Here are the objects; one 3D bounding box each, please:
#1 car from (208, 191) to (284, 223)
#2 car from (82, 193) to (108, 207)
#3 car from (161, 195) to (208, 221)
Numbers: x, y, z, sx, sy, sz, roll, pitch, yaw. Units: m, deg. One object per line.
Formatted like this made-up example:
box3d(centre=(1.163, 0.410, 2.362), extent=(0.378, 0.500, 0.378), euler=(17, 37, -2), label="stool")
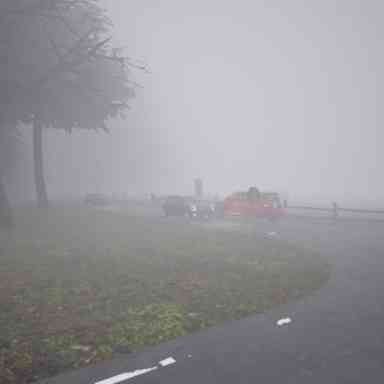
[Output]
box3d(centre=(3.729, 0.954, 22.823), extent=(2.150, 2.045, 5.566), euler=(0, 1, -32), label="car")
box3d(centre=(-11.614, 0.906, 39.621), extent=(1.837, 1.490, 4.892), euler=(-1, 1, -36), label="car")
box3d(centre=(-0.356, 1.043, 23.995), extent=(2.097, 1.767, 4.553), euler=(-1, 2, -36), label="car")
